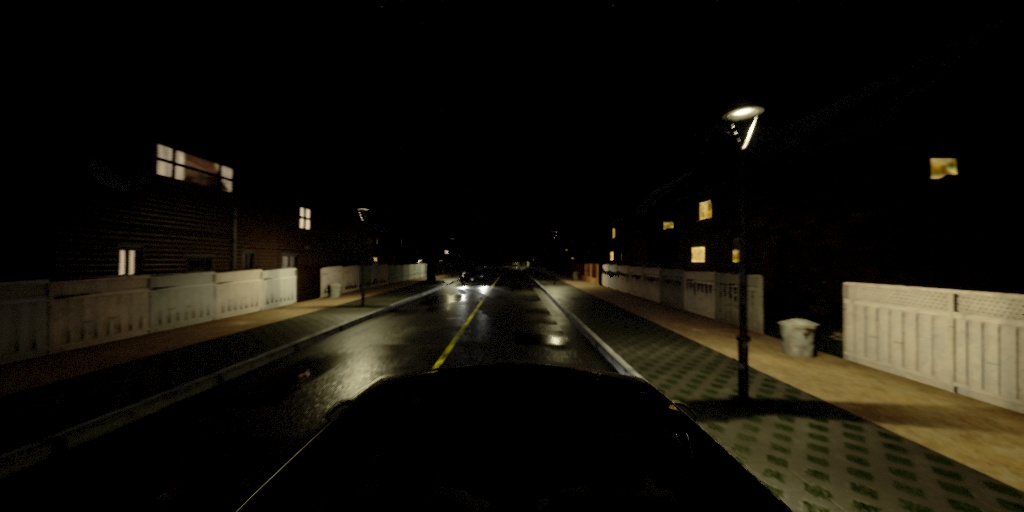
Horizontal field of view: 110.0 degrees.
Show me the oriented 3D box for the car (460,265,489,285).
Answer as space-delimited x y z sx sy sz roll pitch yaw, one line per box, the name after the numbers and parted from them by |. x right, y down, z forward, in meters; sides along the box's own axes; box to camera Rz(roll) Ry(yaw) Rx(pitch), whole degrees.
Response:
-2.842 1.427 27.936 1.812 1.442 4.674 0 0 0 | car
